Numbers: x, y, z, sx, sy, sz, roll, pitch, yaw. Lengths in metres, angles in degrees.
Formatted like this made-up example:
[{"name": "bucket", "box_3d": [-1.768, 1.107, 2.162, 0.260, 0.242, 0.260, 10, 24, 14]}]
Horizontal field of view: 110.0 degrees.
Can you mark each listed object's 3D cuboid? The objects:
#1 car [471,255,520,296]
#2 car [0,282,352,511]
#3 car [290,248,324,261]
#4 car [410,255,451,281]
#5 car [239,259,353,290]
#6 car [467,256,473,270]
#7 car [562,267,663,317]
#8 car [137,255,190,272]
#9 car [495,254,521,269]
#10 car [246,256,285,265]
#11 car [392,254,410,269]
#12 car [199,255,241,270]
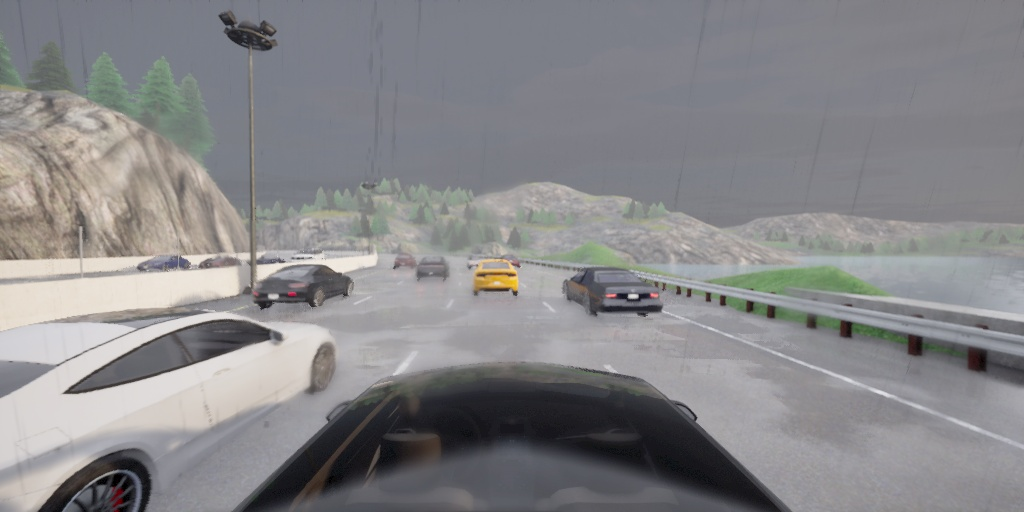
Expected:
[{"name": "car", "box_3d": [-0.837, 0.904, 16.967, 1.882, 1.535, 5.008, 0, 1, -5]}, {"name": "car", "box_3d": [-3.509, 1.239, 3.502, 1.812, 1.442, 4.674, 0, 1, -1]}, {"name": "car", "box_3d": [-22.496, 0.181, 39.585, 2.150, 2.045, 5.566, 0, 1, -14]}, {"name": "car", "box_3d": [-5.132, 0.778, 23.693, 2.128, 1.511, 4.902, 0, 1, -7]}, {"name": "car", "box_3d": [-7.537, 1.033, 13.340, 1.812, 1.442, 4.674, 0, 1, -4]}, {"name": "car", "box_3d": [-3.391, 0.649, 34.888, 1.895, 1.301, 4.718, 0, 1, -11]}, {"name": "car", "box_3d": [3.077, 1.075, 12.099, 2.033, 1.411, 5.357, 0, 1, -4]}, {"name": "car", "box_3d": [-31.738, 0.633, 32.857, 1.812, 1.442, 4.674, 0, 1, -12]}, {"name": "car", "box_3d": [-0.481, 0.544, 38.020, 1.994, 1.385, 4.181, 0, 1, -12]}, {"name": "car", "box_3d": [-25.539, 0.611, 37.268, 1.895, 1.301, 4.718, 0, 1, -13]}, {"name": "car", "box_3d": [-10.858, 0.545, 36.447, 1.812, 1.442, 4.674, 0, 1, -12]}, {"name": "car", "box_3d": [-28.712, 0.617, 35.351, 1.994, 1.385, 4.181, 0, 1, -13]}]
